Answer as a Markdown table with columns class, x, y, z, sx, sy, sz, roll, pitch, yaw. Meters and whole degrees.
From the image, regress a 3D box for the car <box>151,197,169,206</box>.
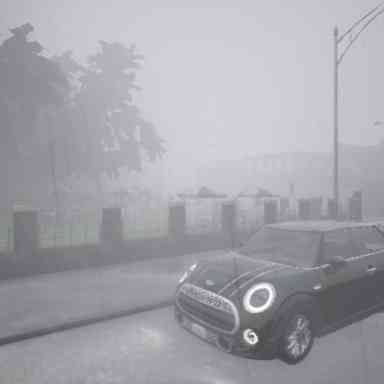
| class | x | y | z | sx | sy | sz | roll | pitch | yaw |
| --- | --- | --- | --- | --- | --- | --- | --- | --- | --- |
| car | -4.940 | 1.445 | 48.682 | 2.128 | 1.511 | 4.902 | 0 | 0 | -35 |

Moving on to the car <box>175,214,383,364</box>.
| class | x | y | z | sx | sy | sz | roll | pitch | yaw |
| --- | --- | --- | --- | --- | --- | --- | --- | --- | --- |
| car | 1.932 | 1.342 | 5.963 | 4.553 | 1.767 | 2.097 | 0 | 0 | -35 |
